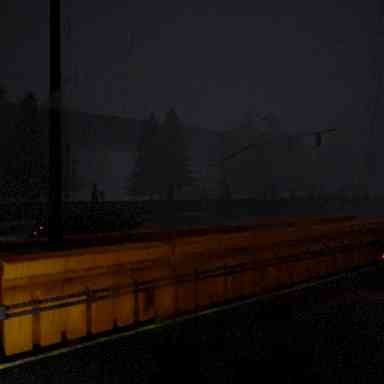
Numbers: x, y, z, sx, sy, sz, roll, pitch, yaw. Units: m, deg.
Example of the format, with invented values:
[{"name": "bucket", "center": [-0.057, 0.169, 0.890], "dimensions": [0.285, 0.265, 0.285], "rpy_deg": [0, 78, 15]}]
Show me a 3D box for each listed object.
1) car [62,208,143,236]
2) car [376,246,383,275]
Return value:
[{"name": "car", "center": [-5.259, 1.540, 17.326], "dimensions": [5.357, 1.411, 2.033], "rpy_deg": [0, 0, -35]}, {"name": "car", "center": [6.892, 1.534, 8.663], "dimensions": [5.357, 1.411, 2.033], "rpy_deg": [0, 0, -36]}]
